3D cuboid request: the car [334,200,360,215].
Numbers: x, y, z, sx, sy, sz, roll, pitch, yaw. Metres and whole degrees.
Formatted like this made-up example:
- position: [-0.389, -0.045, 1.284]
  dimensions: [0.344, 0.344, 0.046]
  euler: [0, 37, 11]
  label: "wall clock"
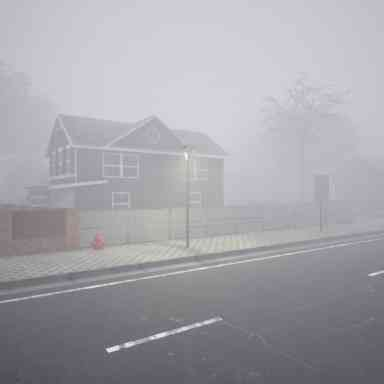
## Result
- position: [13.951, 1.520, 32.811]
  dimensions: [2.128, 1.511, 4.902]
  euler: [0, 0, -35]
  label: "car"
